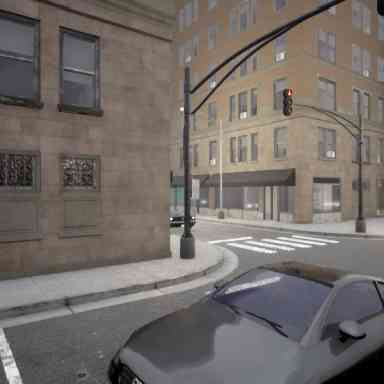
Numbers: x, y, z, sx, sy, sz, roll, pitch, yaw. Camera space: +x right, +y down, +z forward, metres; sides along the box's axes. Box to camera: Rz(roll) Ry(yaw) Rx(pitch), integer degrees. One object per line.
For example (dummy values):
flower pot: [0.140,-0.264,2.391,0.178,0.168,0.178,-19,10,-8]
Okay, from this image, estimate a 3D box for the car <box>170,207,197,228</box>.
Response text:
car: [-1.760,1.502,19.830,1.895,1.301,4.718,0,0,-36]

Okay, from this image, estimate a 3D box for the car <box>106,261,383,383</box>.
car: [1.199,1.578,3.805,4.181,1.385,1.994,0,0,-36]
